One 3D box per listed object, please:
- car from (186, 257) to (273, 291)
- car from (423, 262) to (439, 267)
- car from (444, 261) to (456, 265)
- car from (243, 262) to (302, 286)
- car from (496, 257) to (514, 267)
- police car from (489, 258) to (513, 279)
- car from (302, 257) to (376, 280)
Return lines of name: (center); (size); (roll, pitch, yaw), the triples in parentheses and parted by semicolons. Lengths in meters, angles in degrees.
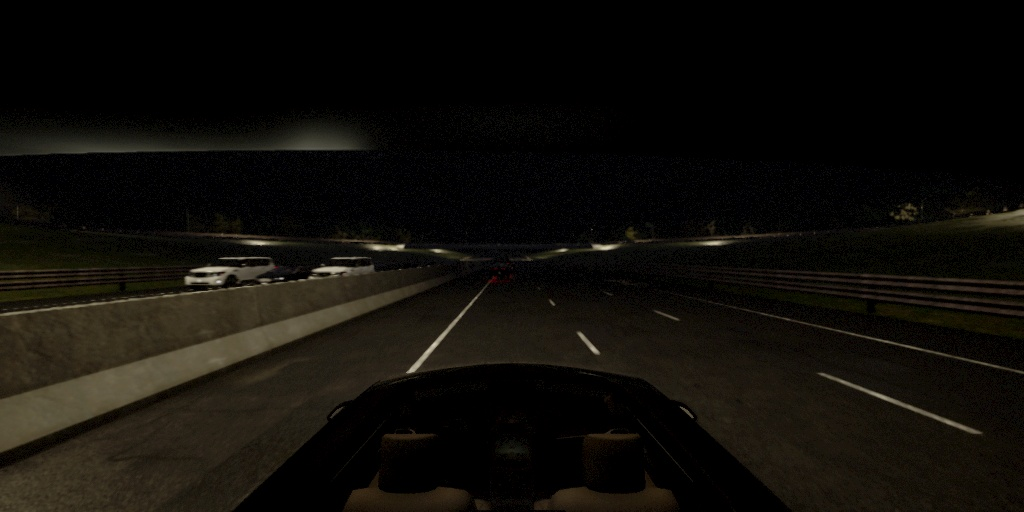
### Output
car: (-17.602, 1.055, 22.947); (2.150, 2.045, 5.566); (0, -1, 0)
car: (-14.308, 1.638, 63.292); (1.895, 1.301, 4.718); (0, 0, 0)
car: (-10.815, 1.563, 63.443); (1.812, 1.442, 4.674); (0, 0, 0)
car: (-14.103, 1.320, 22.860); (2.128, 1.511, 4.902); (0, 0, 0)
car: (-1.175, 1.138, 43.719); (2.150, 2.045, 5.566); (0, 0, 0)
police car: (-1.113, 1.290, 33.789); (1.930, 1.638, 5.238); (0, 0, 0)
car: (-10.603, 1.050, 22.981); (2.150, 2.045, 5.566); (0, -1, 0)
